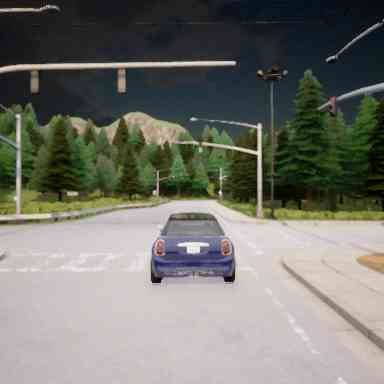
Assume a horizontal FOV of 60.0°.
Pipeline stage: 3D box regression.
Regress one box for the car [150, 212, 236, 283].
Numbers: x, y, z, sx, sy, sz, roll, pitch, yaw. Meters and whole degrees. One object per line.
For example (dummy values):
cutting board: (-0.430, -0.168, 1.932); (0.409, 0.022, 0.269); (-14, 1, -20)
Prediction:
car: (-0.035, 1.380, 9.914); (2.097, 1.767, 4.553); (0, 0, -2)
